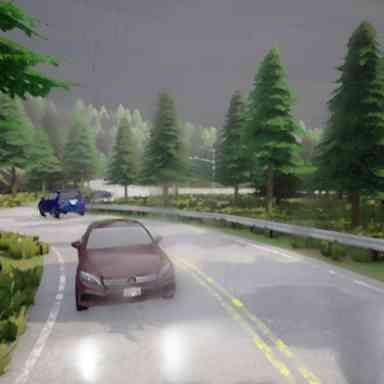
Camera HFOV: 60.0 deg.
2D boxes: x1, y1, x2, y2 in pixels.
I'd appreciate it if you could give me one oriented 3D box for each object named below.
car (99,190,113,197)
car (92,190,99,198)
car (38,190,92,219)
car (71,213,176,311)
[{"bbox_3d":[-14.150,0.359,51.147,1.994,1.385,4.181,3,5,27],"label":"car"},{"bbox_3d":[-14.144,0.724,42.213,2.097,1.767,4.553,1,3,8],"label":"car"},{"bbox_3d":[-10.257,0.890,26.017,2.150,2.045,5.566,-5,3,-40],"label":"car"},{"bbox_3d":[-1.761,1.409,7.828,1.812,1.442,4.674,-2,1,-19],"label":"car"}]
